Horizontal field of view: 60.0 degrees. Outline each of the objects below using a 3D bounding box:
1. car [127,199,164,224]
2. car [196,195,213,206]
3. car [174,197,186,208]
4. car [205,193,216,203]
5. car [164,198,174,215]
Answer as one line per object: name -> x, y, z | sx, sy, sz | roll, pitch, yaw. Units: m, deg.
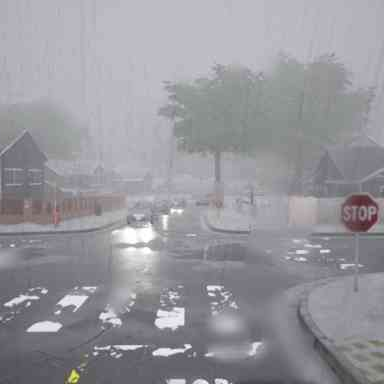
car -> -3.532, 1.499, 24.548 | 2.128, 1.511, 4.902 | 0, 0, 0
car -> 1.896, 1.635, 56.640 | 1.994, 1.385, 4.181 | 0, 0, 10
car -> -2.015, 1.533, 48.951 | 2.128, 1.511, 4.902 | 0, 0, 7
car -> 3.763, 1.292, 66.407 | 2.150, 2.045, 5.566 | 1, 0, 13
car -> -3.273, 1.522, 34.484 | 1.837, 1.490, 4.892 | 0, 0, 3
